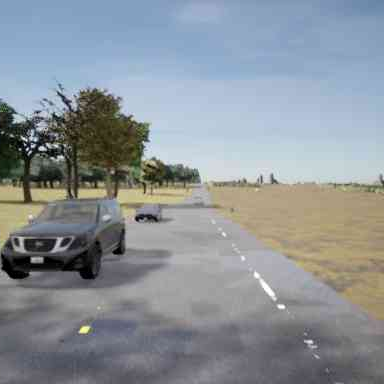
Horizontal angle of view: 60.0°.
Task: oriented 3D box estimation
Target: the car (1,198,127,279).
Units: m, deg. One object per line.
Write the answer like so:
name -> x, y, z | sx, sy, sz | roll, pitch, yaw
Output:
car -> -3.548, 1.237, 10.436 | 2.150, 2.045, 5.566 | 0, 0, 1

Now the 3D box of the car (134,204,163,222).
car -> -3.514, 1.700, 27.877 | 2.033, 1.411, 5.357 | 0, -1, 0

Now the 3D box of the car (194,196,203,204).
car -> 1.779, 1.969, 86.561 | 2.150, 2.045, 5.566 | 0, 0, 2

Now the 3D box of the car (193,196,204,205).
car -> 1.359, 2.244, 76.536 | 1.812, 1.442, 4.674 | 0, 0, 2
